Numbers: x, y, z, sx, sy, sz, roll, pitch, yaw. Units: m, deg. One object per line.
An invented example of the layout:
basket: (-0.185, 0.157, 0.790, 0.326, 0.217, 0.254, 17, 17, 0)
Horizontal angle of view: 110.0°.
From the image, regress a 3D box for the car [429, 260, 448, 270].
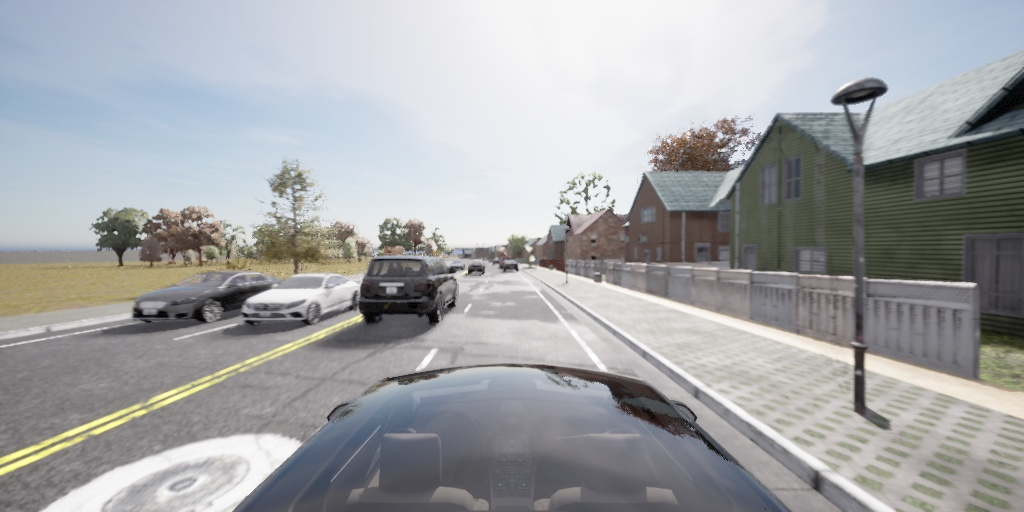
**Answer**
car: (-11.383, 1.347, 55.750, 2.128, 1.511, 4.902, 0, 0, -3)

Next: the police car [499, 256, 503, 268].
police car: (-0.712, 1.249, 57.656, 1.930, 1.638, 5.238, 0, 0, -3)

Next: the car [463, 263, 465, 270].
car: (-7.956, 1.385, 52.567, 2.033, 1.411, 5.357, 0, 0, -2)

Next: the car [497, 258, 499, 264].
car: (-1.093, 1.061, 63.602, 2.150, 2.045, 5.566, 0, 0, -4)

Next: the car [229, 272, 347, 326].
car: (-6.665, 1.297, 11.979, 1.812, 1.442, 4.674, 0, 0, -1)

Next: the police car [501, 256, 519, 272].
police car: (-0.155, 1.231, 47.605, 1.930, 1.638, 5.238, 0, 0, -3)

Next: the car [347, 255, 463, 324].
car: (-3.217, 0.988, 12.179, 2.150, 2.045, 5.566, 0, 0, -1)

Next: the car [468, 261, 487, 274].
car: (-4.012, 1.313, 41.521, 1.837, 1.490, 4.892, 0, 0, -2)

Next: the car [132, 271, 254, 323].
car: (-9.918, 1.270, 12.251, 2.128, 1.511, 4.902, 0, 0, -1)
